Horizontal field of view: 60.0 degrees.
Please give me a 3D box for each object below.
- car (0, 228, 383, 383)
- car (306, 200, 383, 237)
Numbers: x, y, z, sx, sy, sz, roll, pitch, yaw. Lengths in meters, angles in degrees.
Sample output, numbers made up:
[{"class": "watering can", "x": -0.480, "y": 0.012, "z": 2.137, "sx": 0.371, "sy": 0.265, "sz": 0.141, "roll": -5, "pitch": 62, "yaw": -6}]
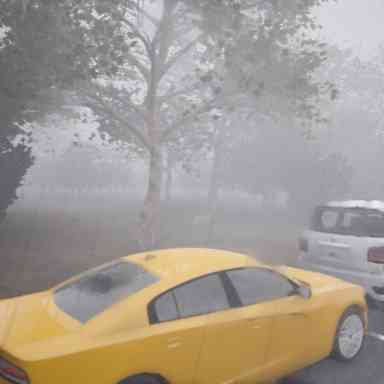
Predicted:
[{"class": "car", "x": 0.224, "y": 1.470, "z": 4.217, "sx": 5.008, "sy": 1.535, "sz": 2.097, "roll": 0, "pitch": 0, "yaw": -33}, {"class": "car", "x": 4.786, "y": 1.198, "z": 7.471, "sx": 5.566, "sy": 2.045, "sz": 2.435, "roll": 0, "pitch": 0, "yaw": -33}]
